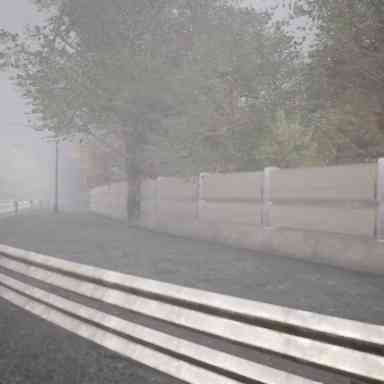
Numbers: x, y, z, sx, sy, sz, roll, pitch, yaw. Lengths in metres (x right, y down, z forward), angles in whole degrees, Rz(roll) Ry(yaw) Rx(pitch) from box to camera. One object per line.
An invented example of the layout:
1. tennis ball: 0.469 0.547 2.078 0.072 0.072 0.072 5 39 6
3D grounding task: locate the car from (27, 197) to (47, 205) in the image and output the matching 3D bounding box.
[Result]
1. car: -29.904 1.750 64.161 1.882 1.535 5.008 1 -1 -17

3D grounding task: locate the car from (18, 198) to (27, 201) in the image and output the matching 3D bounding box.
1. car: -34.870 1.895 69.149 1.895 1.301 4.718 1 -1 -17
